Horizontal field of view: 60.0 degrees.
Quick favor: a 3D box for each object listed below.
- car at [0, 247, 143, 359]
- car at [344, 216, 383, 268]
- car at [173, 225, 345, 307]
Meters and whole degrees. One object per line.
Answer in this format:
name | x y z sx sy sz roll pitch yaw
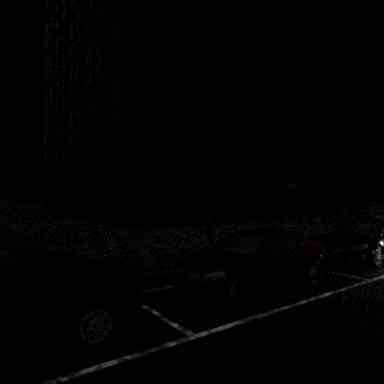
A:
car | -2.899 1.544 4.687 4.507 1.381 1.887 0 1 -35
car | 5.991 1.494 11.026 4.403 1.369 2.008 0 1 -35
car | 1.546 1.552 7.857 4.206 1.307 1.802 0 1 -35
